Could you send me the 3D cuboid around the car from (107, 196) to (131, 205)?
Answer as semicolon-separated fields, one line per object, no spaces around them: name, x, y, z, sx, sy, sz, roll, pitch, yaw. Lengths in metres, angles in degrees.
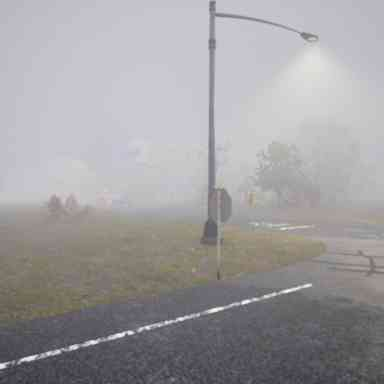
car;-11.651;1.390;54.600;2.128;1.511;4.902;0;0;-33

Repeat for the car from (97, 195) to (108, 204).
car;-15.973;1.362;61.043;1.882;1.535;5.008;0;0;-34
